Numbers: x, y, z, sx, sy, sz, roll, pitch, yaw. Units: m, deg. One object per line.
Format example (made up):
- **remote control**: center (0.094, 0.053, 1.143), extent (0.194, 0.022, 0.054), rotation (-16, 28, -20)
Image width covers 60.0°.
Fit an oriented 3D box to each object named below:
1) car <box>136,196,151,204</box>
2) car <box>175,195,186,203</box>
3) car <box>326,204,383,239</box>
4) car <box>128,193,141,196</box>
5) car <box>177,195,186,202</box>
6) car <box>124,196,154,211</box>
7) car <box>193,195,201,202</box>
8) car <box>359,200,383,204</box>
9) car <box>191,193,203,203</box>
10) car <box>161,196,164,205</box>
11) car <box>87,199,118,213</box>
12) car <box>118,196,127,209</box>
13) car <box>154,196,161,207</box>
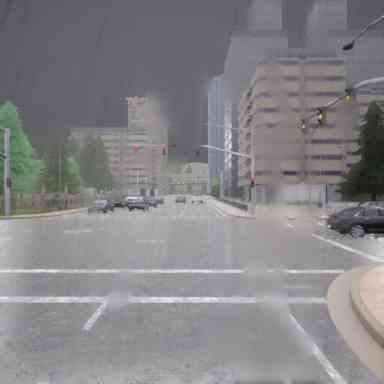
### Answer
- **car**: center (-9.511, 1.491, 65.686), extent (2.128, 1.511, 4.902), rotation (0, 0, 1)
- **car**: center (-2.349, 1.563, 68.332), extent (1.994, 1.385, 4.181), rotation (0, 0, 1)
- **car**: center (9.388, 1.504, 16.898), extent (4.892, 1.490, 1.837), rotation (0, 0, 1)
- **car**: center (-9.660, 1.221, 55.454), extent (2.150, 2.045, 5.566), rotation (0, 0, 1)
- **car**: center (-2.361, 1.477, 77.288), extent (1.882, 1.535, 5.008), rotation (0, 0, 1)
- **car**: center (-6.325, 1.547, 40.272), extent (2.033, 1.411, 5.357), rotation (0, 0, 1)
- **car**: center (1.132, 1.521, 76.600), extent (1.812, 1.442, 4.674), rotation (0, 0, 1)
- **car**: center (12.948, 1.352, 24.066), extent (4.553, 1.767, 2.097), rotation (0, 0, 1)
- **car**: center (1.037, 1.221, 66.915), extent (2.150, 2.045, 5.566), rotation (0, 0, 1)
- **car**: center (-6.105, 1.477, 59.936), extent (1.882, 1.535, 5.008), rotation (0, 0, 0)
- **car**: center (-9.847, 1.525, 36.394), extent (1.812, 1.442, 4.674), rotation (0, 0, 1)
- **car**: center (-9.773, 1.600, 45.494), extent (1.895, 1.301, 4.718), rotation (0, 0, 1)
- **car**: center (-6.231, 1.563, 49.479), extent (1.994, 1.385, 4.181), rotation (0, 0, 0)
